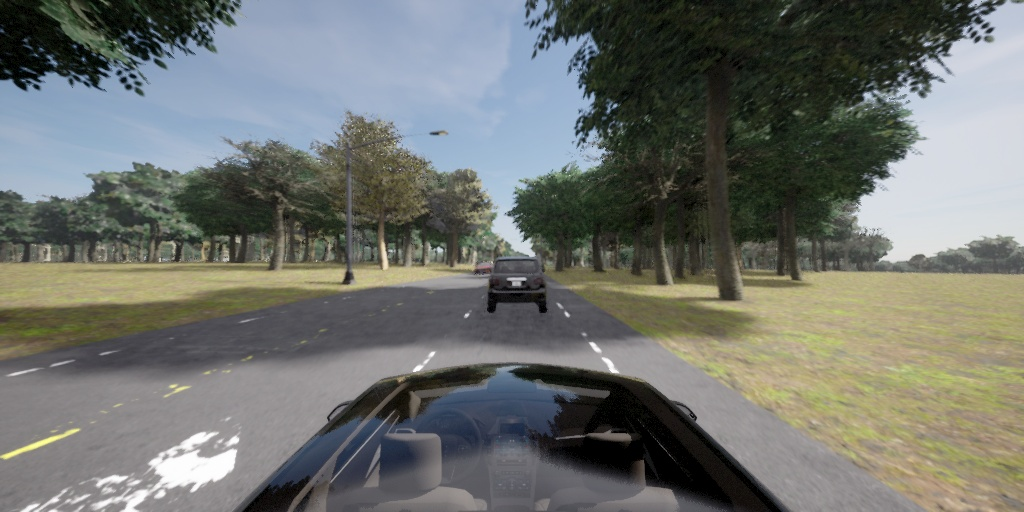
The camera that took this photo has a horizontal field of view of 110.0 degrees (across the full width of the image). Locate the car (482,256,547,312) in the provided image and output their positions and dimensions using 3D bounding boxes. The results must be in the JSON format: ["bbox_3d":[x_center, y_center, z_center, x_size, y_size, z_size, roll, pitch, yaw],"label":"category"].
[{"bbox_3d":[0.210,1.045,14.799,2.150,2.045,5.566,0,0,1],"label":"car"}]

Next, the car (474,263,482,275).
[{"bbox_3d":[-3.437,1.543,45.011,1.882,1.535,5.008,0,0,7],"label":"car"}]
